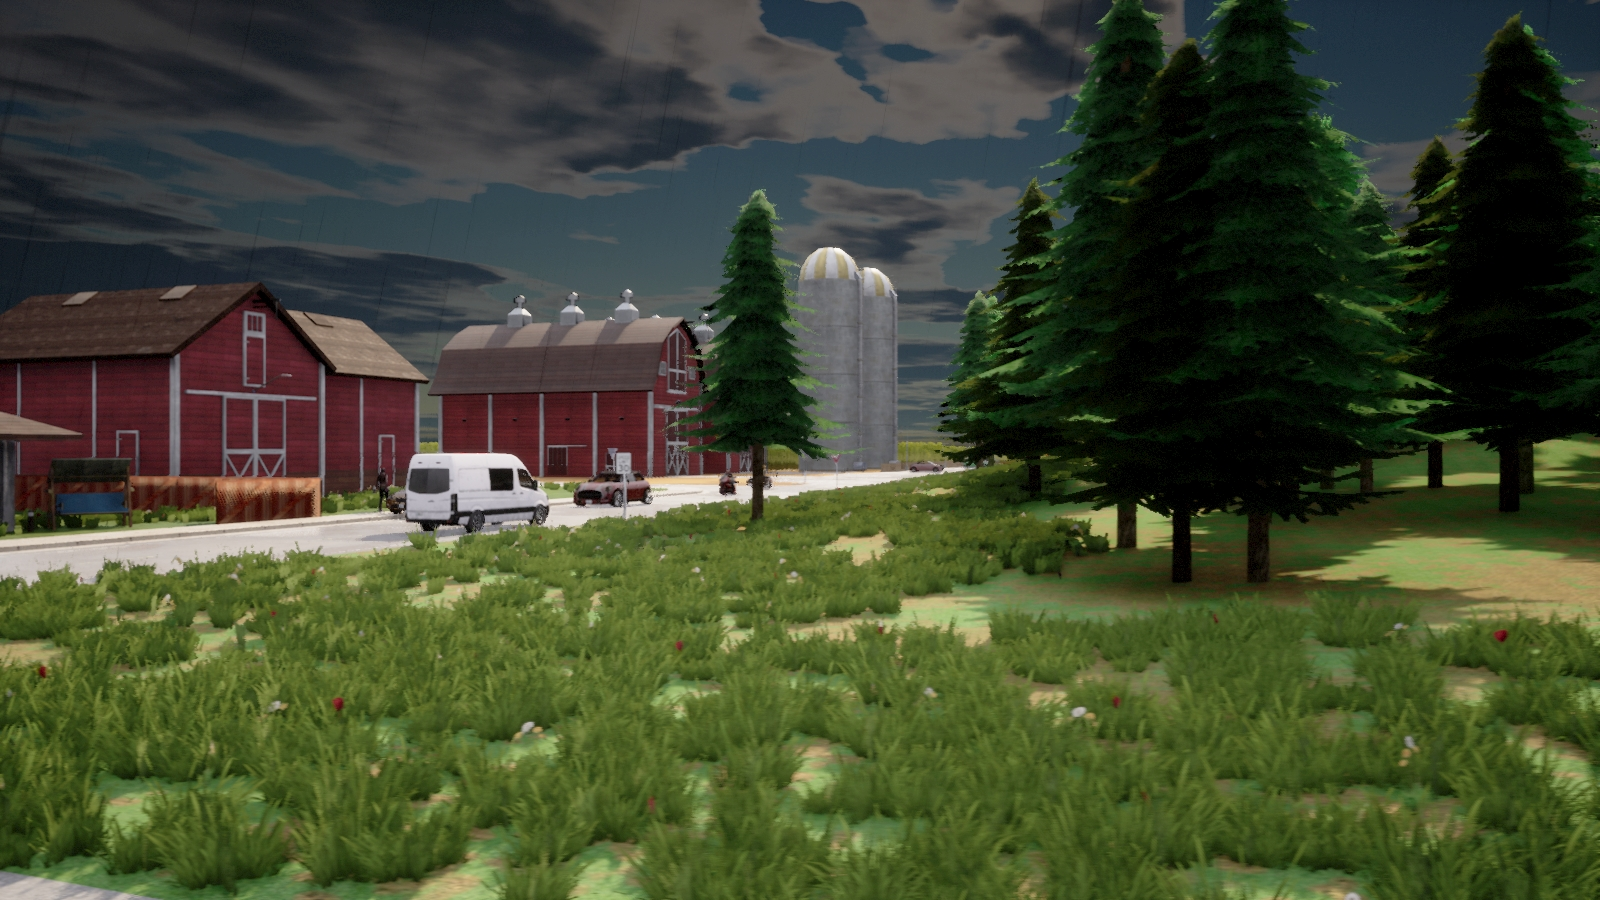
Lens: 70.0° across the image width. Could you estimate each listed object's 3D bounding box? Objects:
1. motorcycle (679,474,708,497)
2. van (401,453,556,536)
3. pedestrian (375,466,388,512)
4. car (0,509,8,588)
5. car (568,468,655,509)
[{"bbox_3d":[-6.274,2.081,67.585,0.867,1.251,2.209,0,0,20],"label":"motorcycle"},{"bbox_3d":[-10.721,1.405,38.714,1.988,2.561,5.915,0,0,20],"label":"van"},{"bbox_3d":[-16.812,1.570,45.927,0.375,1.860,0.375,0,0,6],"label":"pedestrian"},{"bbox_3d":[-17.358,1.918,20.431,2.128,1.511,4.902,0,0,21],"label":"car"},{"bbox_3d":[-8.845,1.778,54.108,2.097,1.767,4.553,0,0,20],"label":"car"}]
